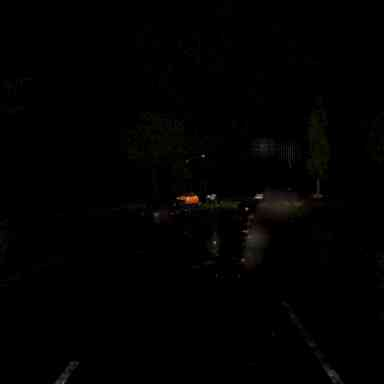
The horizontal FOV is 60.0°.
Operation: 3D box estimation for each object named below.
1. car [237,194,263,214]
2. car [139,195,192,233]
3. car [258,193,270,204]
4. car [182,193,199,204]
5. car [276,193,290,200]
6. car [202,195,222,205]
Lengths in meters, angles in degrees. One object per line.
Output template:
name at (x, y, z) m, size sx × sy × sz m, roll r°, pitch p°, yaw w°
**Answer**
car at (5.532, 1.229, 32.151) m, size 1.837 × 1.490 × 4.892 m, roll 0°, pitch 1°, yaw 15°
car at (-1.489, 1.235, 19.125) m, size 2.097 × 1.767 × 4.553 m, roll 0°, pitch 0°, yaw 8°
car at (10.321, 0.952, 49.610) m, size 2.128 × 1.511 × 4.902 m, roll 0°, pitch 1°, yaw 24°
car at (-0.658, 0.956, 48.029) m, size 2.097 × 1.767 × 4.553 m, roll 0°, pitch 1°, yaw 21°
car at (17.334, 0.781, 63.400) m, size 1.994 × 1.385 × 4.181 m, roll -1°, pitch 1°, yaw 28°
car at (2.914, 1.128, 48.259) m, size 1.994 × 1.385 × 4.181 m, roll 0°, pitch 1°, yaw 22°
